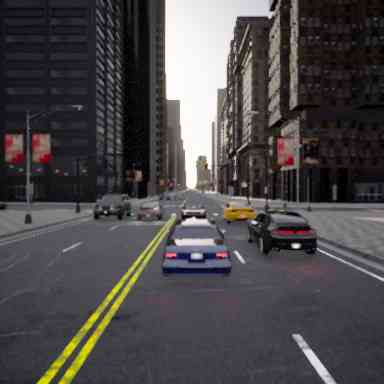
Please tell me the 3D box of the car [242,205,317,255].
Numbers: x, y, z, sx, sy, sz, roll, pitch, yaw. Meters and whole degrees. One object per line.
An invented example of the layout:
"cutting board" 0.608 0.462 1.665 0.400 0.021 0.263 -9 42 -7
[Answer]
"car" 3.362 1.488 13.154 1.837 1.490 4.892 0 0 0

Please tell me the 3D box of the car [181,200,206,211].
"car" 0.122 1.565 26.212 1.895 1.301 4.718 0 0 0

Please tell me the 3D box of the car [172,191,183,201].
"car" -3.179 1.164 79.407 2.097 1.767 4.553 0 0 0

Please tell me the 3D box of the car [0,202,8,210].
"car" -22.747 1.365 36.724 4.507 1.381 1.887 0 0 0

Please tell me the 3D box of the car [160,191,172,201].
"car" -6.429 1.034 79.348 2.150 2.045 5.566 0 0 0

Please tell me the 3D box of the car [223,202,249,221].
"car" 3.372 1.445 24.596 1.882 1.535 5.008 0 0 0

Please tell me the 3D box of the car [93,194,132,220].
"car" -6.498 1.187 27.868 2.150 2.045 5.566 0 0 0

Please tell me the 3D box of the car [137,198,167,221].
"car" -3.256 1.489 27.212 1.812 1.442 4.674 0 0 1

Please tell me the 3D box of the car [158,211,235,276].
"car" 0.108 1.535 10.246 2.033 1.411 5.357 0 0 0
